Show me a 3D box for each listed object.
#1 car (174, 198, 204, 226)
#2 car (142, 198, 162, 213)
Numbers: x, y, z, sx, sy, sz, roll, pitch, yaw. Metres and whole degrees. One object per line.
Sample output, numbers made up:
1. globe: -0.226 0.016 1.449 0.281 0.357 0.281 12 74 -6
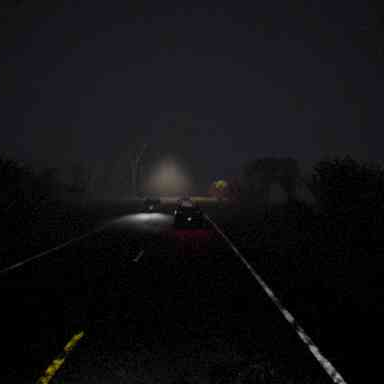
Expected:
1. car: -0.207 1.420 22.537 2.128 1.511 4.902 0 0 -1
2. car: -4.223 1.368 35.889 2.128 1.511 4.902 0 0 -2
